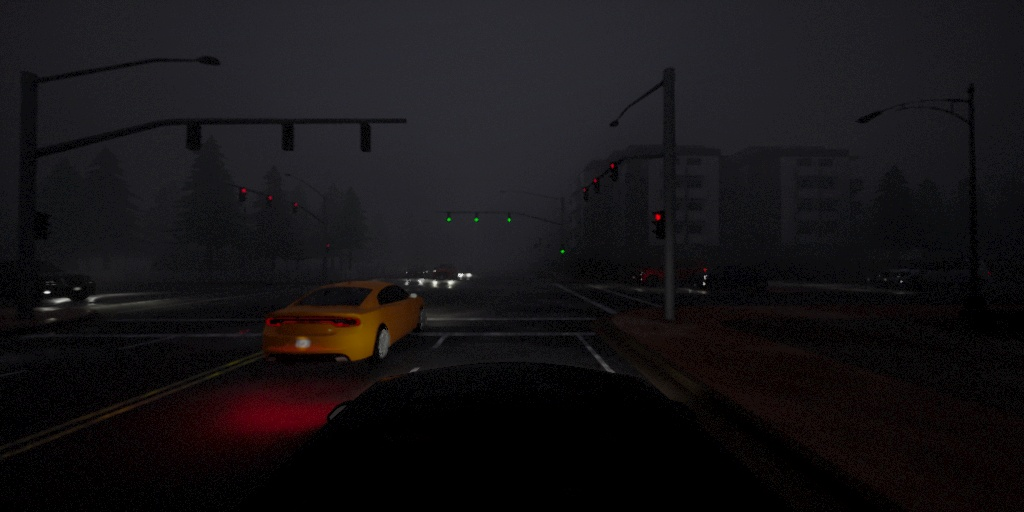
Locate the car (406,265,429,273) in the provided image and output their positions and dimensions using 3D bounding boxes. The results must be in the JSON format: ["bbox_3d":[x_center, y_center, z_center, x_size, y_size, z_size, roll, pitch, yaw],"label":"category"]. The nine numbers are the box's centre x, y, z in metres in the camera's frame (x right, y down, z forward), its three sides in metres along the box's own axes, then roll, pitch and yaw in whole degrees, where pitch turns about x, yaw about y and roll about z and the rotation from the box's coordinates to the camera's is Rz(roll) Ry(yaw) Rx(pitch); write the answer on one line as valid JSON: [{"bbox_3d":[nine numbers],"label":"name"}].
[{"bbox_3d":[-10.571,1.762,40.440,1.812,1.442,4.674,0,-1,0],"label":"car"}]

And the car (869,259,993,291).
[{"bbox_3d":[28.434,1.257,24.273,5.566,2.045,2.150,0,-1,9],"label":"car"}]

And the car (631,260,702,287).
[{"bbox_3d":[12.203,1.301,27.957,5.566,2.045,2.150,0,-1,-2],"label":"car"}]

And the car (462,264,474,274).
[{"bbox_3d":[-7.064,1.919,55.547,2.128,1.511,4.902,0,-1,0],"label":"car"}]

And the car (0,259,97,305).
[{"bbox_3d":[-22.830,1.157,16.505,5.566,2.045,2.150,0,-1,-1],"label":"car"}]

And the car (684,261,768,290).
[{"bbox_3d":[14.701,1.390,24.508,4.553,1.767,2.097,0,-1,-1],"label":"car"}]

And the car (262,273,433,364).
[{"bbox_3d":[-3.412,1.311,8.350,1.882,1.535,5.008,0,-1,0],"label":"car"}]

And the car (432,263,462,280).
[{"bbox_3d":[-6.990,1.558,37.923,2.097,1.767,4.553,0,-1,0],"label":"car"}]

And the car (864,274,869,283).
[{"bbox_3d":[30.138,1.567,27.436,4.902,1.511,2.128,0,-1,11],"label":"car"}]
